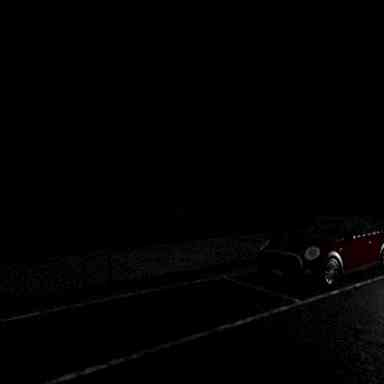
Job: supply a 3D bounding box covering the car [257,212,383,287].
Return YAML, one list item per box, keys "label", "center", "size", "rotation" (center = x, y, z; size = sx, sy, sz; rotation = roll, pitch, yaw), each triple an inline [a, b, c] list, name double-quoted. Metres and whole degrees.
- label: "car"
  center: [3.691, 1.396, 9.157]
  size: [4.097, 1.590, 1.967]
  rotation: [0, 0, -35]
